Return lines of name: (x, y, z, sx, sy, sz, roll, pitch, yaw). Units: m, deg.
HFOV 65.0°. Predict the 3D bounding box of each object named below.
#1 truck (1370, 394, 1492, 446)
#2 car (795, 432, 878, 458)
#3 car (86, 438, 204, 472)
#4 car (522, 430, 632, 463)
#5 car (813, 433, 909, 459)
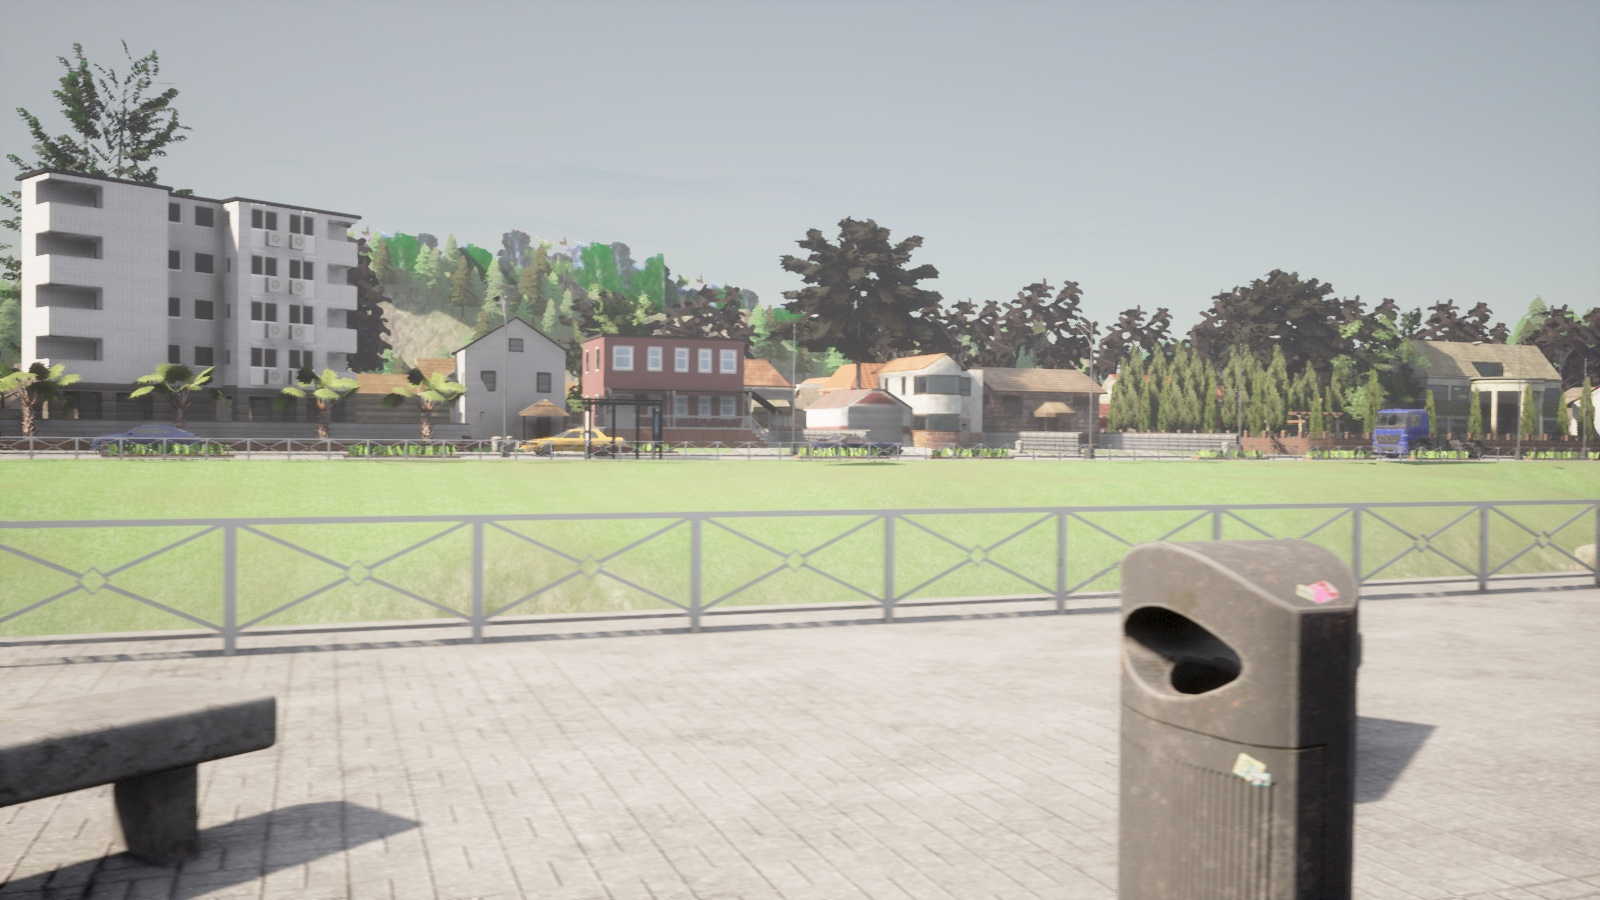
truck: (43.322, -2.055, 86.200, 7.936, 3.462, 2.891, -1, 1, -21)
car: (2.049, -0.308, 70.553, 4.181, 1.385, 1.994, -1, 1, -21)
car: (-30.319, 0.203, 58.272, 4.674, 1.442, 1.812, -1, 1, -21)
car: (-11.585, -0.202, 65.379, 5.366, 1.575, 1.801, -1, 1, -21)
car: (3.248, -0.222, 66.730, 4.718, 1.301, 1.895, -1, 1, -21)
